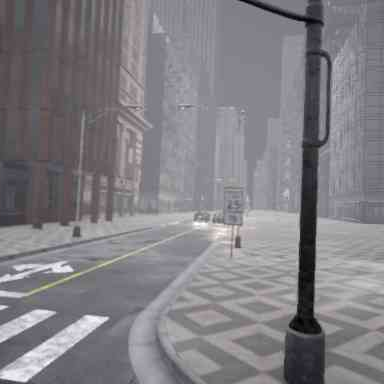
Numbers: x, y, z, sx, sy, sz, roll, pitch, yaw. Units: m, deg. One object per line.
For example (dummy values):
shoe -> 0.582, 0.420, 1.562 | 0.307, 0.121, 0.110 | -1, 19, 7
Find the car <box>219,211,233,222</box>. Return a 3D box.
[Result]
car -> 5.450, 3.816, 52.908 | 1.837, 1.490, 4.892 | 2, -2, 10

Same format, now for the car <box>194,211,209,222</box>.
car -> 1.486, 3.432, 47.661 | 2.128, 1.511, 4.902 | 2, -2, 10

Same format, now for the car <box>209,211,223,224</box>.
car -> 3.761, 3.468, 42.991 | 1.895, 1.301, 4.718 | 2, -2, 10
